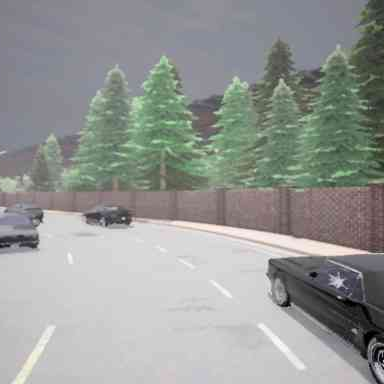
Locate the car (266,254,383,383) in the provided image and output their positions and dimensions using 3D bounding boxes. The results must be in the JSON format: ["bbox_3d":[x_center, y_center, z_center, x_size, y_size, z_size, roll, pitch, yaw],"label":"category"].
[{"bbox_3d":[2.839,1.629,5.218,1.895,1.301,4.718,0,0,-9],"label":"car"}]

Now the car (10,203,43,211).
[{"bbox_3d":[-13.558,1.659,26.653,2.128,1.511,4.902,0,-1,-45],"label":"car"}]

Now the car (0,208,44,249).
[{"bbox_3d":[-7.950,1.641,14.645,2.033,1.411,5.357,0,0,-31],"label":"car"}]

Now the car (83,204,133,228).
[{"bbox_3d":[-6.152,1.623,23.876,1.882,1.535,5.008,1,-1,-40],"label":"car"}]
